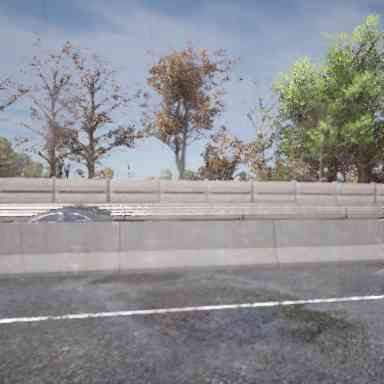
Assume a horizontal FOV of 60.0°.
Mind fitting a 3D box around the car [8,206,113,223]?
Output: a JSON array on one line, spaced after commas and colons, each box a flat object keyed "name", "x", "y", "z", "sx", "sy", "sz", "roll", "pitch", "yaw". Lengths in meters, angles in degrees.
[{"name": "car", "x": -5.806, "y": 1.533, "z": 14.352, "sx": 4.902, "sy": 1.511, "sz": 2.128, "roll": 0, "pitch": 0, "yaw": -11}]
